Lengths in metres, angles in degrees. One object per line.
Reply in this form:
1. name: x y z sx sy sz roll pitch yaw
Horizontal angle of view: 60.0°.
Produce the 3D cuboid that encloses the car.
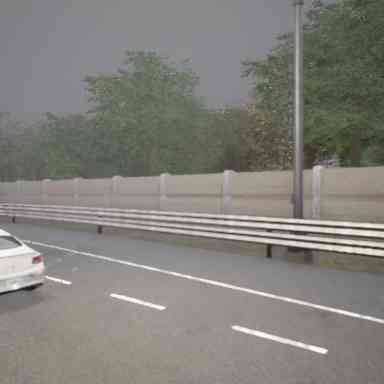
1. car: -5.196 1.524 7.587 4.674 1.442 1.812 0 0 36
